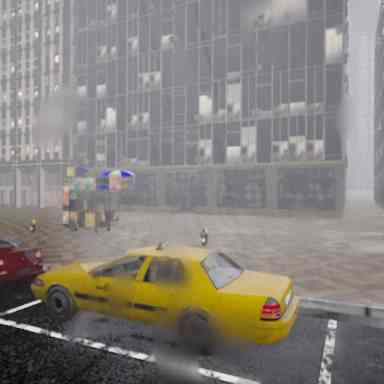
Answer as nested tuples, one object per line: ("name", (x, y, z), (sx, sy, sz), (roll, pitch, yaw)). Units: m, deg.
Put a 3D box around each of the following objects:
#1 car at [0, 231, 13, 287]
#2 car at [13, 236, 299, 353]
("car", (-5.526, 1.581, 8.151), (4.206, 1.307, 1.802), (0, 0, 25))
("car", (-0.686, 1.525, 5.857), (4.829, 1.417, 1.752), (0, 0, 25))
